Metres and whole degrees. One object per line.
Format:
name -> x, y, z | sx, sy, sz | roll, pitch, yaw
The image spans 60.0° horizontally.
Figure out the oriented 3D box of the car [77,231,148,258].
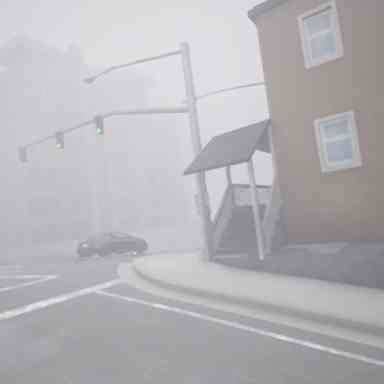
car -> -4.563, 3.012, 19.405 | 1.994, 1.385, 4.181 | -10, -10, 35
